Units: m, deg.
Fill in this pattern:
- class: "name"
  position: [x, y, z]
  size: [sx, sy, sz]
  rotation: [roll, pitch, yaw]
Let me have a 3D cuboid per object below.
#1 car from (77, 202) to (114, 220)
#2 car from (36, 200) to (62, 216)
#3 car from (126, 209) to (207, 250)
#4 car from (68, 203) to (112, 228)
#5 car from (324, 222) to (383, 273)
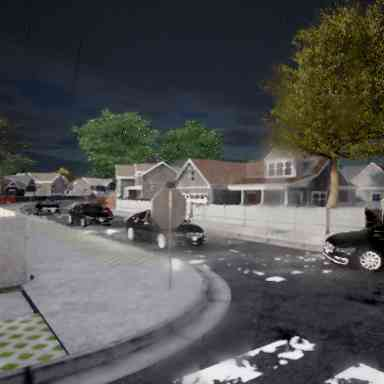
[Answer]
- class: "car"
  position: [-8.814, 1.660, 30.226]
  size: [1.994, 1.385, 4.181]
  rotation: [1, -1, -35]
- class: "car"
  position: [-14.670, 1.542, 33.944]
  size: [2.128, 1.511, 4.902]
  rotation: [1, -1, -33]
- class: "car"
  position: [-1.287, 1.561, 14.751]
  size: [1.837, 1.490, 4.892]
  rotation: [1, -1, -35]
- class: "car"
  position: [-7.075, 1.557, 22.909]
  size: [1.837, 1.490, 4.892]
  rotation: [1, -1, -35]
- class: "car"
  position: [6.718, 1.639, 10.371]
  size: [4.892, 1.490, 1.837]
  rotation: [0, 5, 3]
